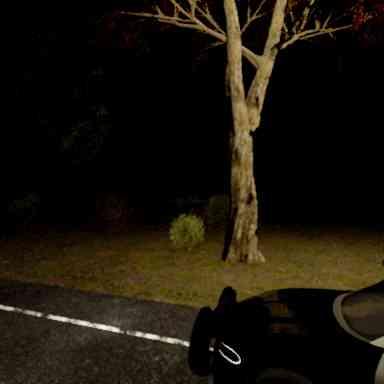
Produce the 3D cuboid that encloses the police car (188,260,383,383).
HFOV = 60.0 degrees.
[{"bbox_3d":[2.531,1.423,3.034,5.238,1.638,1.930,0,0,23],"label":"police car"}]
